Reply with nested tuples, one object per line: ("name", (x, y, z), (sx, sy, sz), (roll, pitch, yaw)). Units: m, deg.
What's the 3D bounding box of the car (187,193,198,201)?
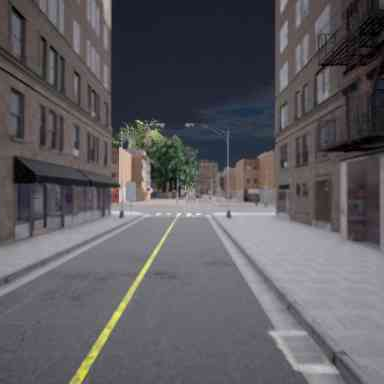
("car", (-0.076, 1.411, 92.902), (2.150, 2.045, 5.566), (0, 0, 0))
